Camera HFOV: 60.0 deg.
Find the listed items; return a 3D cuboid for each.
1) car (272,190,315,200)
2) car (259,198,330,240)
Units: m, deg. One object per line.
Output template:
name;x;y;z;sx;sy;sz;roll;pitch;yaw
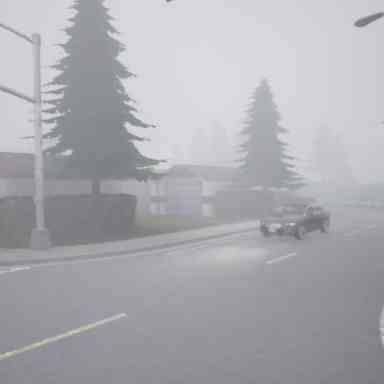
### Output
car;10.352;0.820;35.105;2.150;2.045;5.566;-1;0;-41
car;4.989;1.289;15.850;2.128;1.511;4.902;-1;1;41
